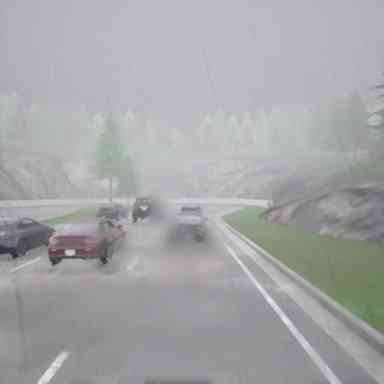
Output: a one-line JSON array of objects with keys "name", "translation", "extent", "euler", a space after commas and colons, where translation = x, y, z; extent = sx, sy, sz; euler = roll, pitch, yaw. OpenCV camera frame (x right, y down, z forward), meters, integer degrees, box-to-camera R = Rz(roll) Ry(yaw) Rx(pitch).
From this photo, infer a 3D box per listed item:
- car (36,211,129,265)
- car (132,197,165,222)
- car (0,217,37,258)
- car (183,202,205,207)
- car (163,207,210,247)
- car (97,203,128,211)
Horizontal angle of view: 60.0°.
[{"name": "car", "translation": [-3.620, 1.639, 12.114], "extent": [1.812, 1.442, 4.674], "euler": [0, 0, -1]}, {"name": "car", "translation": [-3.633, 1.459, 28.683], "extent": [2.150, 2.045, 5.566], "euler": [0, -1, 2]}, {"name": "car", "translation": [-7.141, 1.707, 13.453], "extent": [1.994, 1.385, 4.181], "euler": [0, 0, -1]}, {"name": "car", "translation": [0.102, 1.715, 31.303], "extent": [1.882, 1.535, 5.008], "euler": [-1, 0, 6]}, {"name": "car", "translation": [-0.178, 1.645, 15.508], "extent": [1.812, 1.442, 4.674], "euler": [0, 0, -1]}, {"name": "car", "translation": [-7.027, 1.771, 29.883], "extent": [1.837, 1.490, 4.892], "euler": [-1, -1, 4]}]
